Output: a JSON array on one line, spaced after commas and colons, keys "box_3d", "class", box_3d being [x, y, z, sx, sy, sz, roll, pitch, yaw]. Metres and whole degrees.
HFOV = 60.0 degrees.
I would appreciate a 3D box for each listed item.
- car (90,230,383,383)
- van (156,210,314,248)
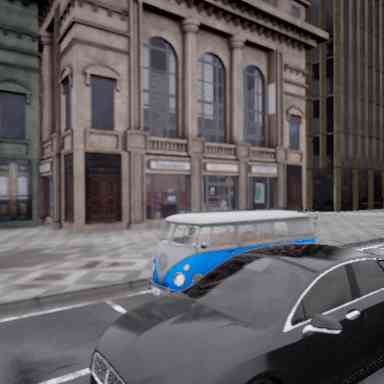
[{"box_3d": [1.228, 1.496, 4.230, 4.892, 1.490, 1.837, 0, 0, -35], "class": "car"}, {"box_3d": [1.047, 1.326, 7.408, 3.998, 1.788, 1.690, 0, 0, -35], "class": "van"}]
